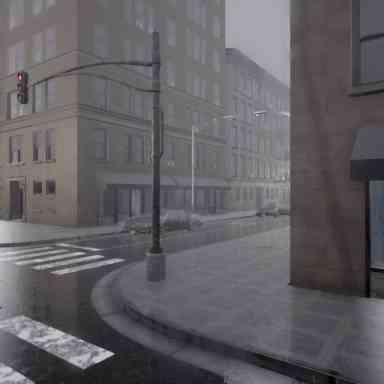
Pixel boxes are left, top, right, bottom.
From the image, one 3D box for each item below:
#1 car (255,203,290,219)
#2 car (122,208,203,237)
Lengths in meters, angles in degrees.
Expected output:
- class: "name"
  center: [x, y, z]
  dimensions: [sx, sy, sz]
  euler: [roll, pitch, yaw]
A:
- class: "car"
  center: [8.006, 1.726, 32.114]
  dimensions: [2.033, 1.411, 5.357]
  euler: [0, 0, 36]
- class: "car"
  center: [-1.430, 1.636, 18.846]
  dimensions: [2.033, 1.411, 5.357]
  euler: [0, 0, 35]
